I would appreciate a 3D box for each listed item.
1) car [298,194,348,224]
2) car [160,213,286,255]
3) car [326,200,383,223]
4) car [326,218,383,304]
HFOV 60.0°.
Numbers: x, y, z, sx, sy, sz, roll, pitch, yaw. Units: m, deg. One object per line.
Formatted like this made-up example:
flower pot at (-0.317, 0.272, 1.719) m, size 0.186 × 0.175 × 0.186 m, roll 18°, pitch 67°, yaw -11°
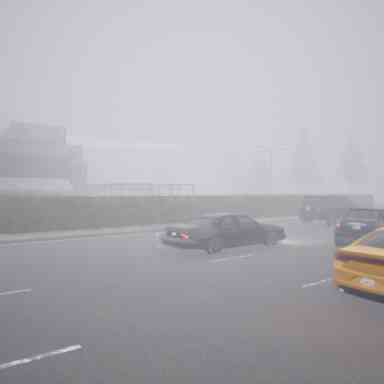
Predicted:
car at (9.931, 1.221, 23.712) m, size 5.566 × 2.045 × 2.150 m, roll 0°, pitch 0°, yaw -35°
car at (1.381, 1.547, 13.323) m, size 5.357 × 1.411 × 2.033 m, roll 0°, pitch 0°, yaw -35°
car at (7.875, 1.352, 13.652) m, size 4.553 × 1.767 × 2.097 m, roll 0°, pitch 0°, yaw -35°
car at (5.184, 1.477, 7.439) m, size 5.008 × 1.535 × 1.882 m, roll 0°, pitch 0°, yaw -35°
